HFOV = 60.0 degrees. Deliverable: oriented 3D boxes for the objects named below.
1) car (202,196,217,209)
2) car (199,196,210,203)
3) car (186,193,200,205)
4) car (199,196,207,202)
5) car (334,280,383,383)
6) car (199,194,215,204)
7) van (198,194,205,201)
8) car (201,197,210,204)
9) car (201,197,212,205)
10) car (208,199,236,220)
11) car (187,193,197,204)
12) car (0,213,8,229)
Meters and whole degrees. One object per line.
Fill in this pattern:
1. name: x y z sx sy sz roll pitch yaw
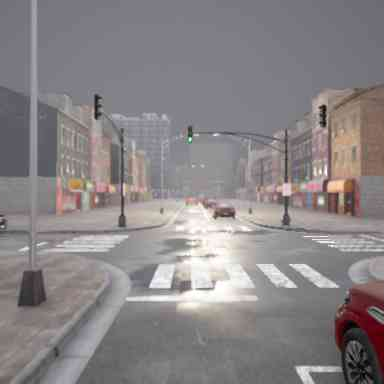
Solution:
1. car: 2.653 1.574 44.547 1.887 1.381 4.507 0 0 0
2. car: 2.657 1.644 71.734 2.008 1.369 4.403 0 0 0
3. car: 0.012 1.410 58.450 2.097 1.767 4.553 0 0 0
4. car: 2.658 1.694 82.609 1.947 1.339 4.313 0 0 0
5. car: 2.649 1.314 1.804 2.192 1.841 5.009 1 0 0
6. car: 2.656 1.354 49.985 2.192 1.841 5.009 0 0 0
7. van: 2.662 1.509 93.485 1.690 1.788 3.998 0 0 0
8. car: 2.656 1.660 66.297 1.802 1.307 4.206 0 0 0
9. car: 2.655 1.646 60.859 1.802 1.307 4.206 0 0 0
10. car: 2.650 1.552 28.235 1.887 1.381 4.507 1 0 0
11. car: 0.013 1.309 68.752 2.150 2.045 5.566 0 0 0
12. car: -11.716 1.488 16.358 4.902 1.511 2.128 0 -1 0
